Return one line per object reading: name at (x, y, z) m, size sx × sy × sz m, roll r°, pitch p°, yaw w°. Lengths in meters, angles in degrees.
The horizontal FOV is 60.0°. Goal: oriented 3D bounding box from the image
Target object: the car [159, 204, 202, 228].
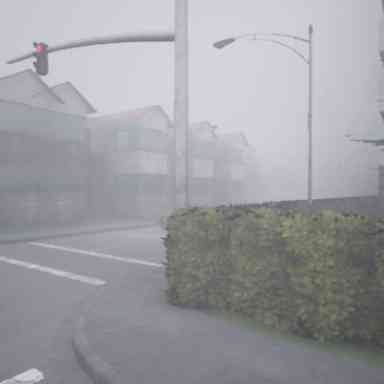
car at (-0.096, 1.583, 22.124) m, size 1.882 × 1.535 × 5.008 m, roll 0°, pitch 0°, yaw 36°
